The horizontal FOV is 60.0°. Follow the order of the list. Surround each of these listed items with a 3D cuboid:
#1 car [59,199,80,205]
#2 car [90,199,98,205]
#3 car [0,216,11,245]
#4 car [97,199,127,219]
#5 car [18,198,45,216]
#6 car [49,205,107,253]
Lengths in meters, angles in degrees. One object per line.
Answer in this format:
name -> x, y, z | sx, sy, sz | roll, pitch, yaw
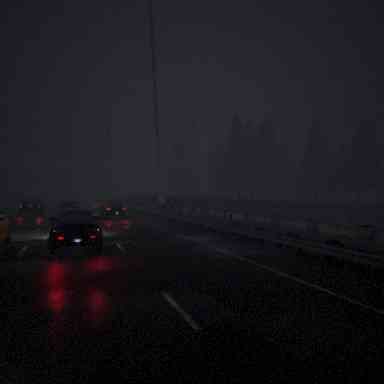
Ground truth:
car -> -12.958, 1.525, 35.267 | 2.128, 1.511, 4.902 | 0, -1, -21
car -> -11.990, 1.577, 42.602 | 1.882, 1.535, 5.008 | 0, -1, -21
car -> -7.975, 1.386, 12.181 | 1.882, 1.535, 5.008 | 0, 0, -21
car -> -6.901, 1.531, 29.140 | 1.812, 1.442, 4.674 | 0, -1, -21
car -> -15.839, 1.360, 32.996 | 2.097, 1.767, 4.553 | 0, 0, -21
car -> -4.716, 1.455, 13.456 | 1.812, 1.442, 4.674 | 0, 0, -21
